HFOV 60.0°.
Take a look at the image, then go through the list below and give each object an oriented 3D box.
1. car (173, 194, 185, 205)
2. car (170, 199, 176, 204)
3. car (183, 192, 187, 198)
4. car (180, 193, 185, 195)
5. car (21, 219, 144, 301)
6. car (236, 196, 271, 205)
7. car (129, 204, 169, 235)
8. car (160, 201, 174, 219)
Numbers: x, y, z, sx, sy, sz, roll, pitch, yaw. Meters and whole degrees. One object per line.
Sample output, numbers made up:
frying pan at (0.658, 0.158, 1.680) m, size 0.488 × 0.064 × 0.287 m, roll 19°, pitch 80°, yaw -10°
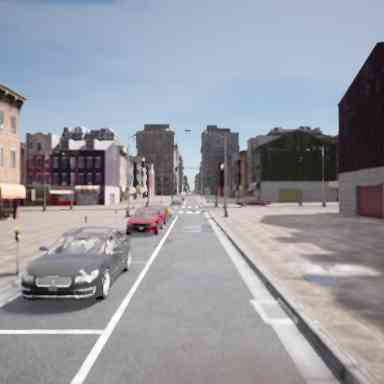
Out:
car at (-2.707, 1.565, 57.736) m, size 2.008 × 1.369 × 4.403 m, roll 1°, pitch 0°, yaw 0°
car at (-2.668, 1.632, 30.465) m, size 1.752 × 1.417 × 4.829 m, roll 1°, pitch 0°, yaw 0°
car at (-2.740, 1.452, 80.331) m, size 1.887 × 1.381 × 4.507 m, roll 1°, pitch 0°, yaw 0°
car at (-2.714, 1.516, 63.215) m, size 1.752 × 1.417 × 4.829 m, roll 1°, pitch 0°, yaw 0°
car at (-2.641, 1.615, 8.492) m, size 2.008 × 1.369 × 4.403 m, roll 1°, pitch 0°, yaw 0°
car at (7.844, 1.252, 42.647) m, size 4.674 × 1.442 × 1.812 m, roll -1°, pitch -1°, yaw 0°
car at (-2.655, 1.651, 19.564) m, size 1.887 × 1.381 × 4.507 m, roll 1°, pitch 0°, yaw 0°
car at (-2.662, 1.657, 25.100) m, size 1.887 × 1.381 × 4.507 m, roll 1°, pitch 0°, yaw 0°
